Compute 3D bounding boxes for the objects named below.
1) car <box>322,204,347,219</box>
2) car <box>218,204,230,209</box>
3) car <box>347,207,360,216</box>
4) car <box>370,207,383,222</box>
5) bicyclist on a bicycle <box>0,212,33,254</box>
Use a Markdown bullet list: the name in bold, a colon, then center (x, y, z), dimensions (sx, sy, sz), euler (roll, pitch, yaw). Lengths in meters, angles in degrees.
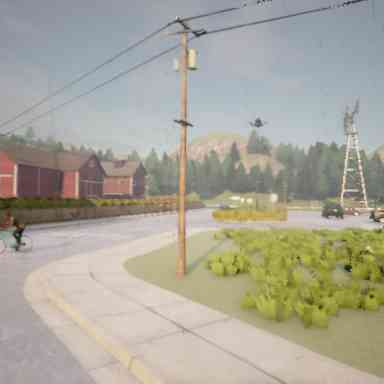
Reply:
- **car**: center (19.432, 2.664, 46.104), dimensions (2.150, 2.045, 5.566), euler (1, -1, 14)
- **car**: center (6.325, 3.185, 65.296), dimensions (1.882, 1.535, 5.008), euler (1, -1, 14)
- **car**: center (27.399, 3.390, 58.724), dimensions (3.905, 1.438, 1.784), euler (1, -1, 14)
- **car**: center (22.267, 2.572, 36.852), dimensions (4.605, 1.855, 1.932), euler (1, -1, 14)
- **bicyclist on a bicycle**: center (-7.055, 1.616, 12.979), dimensions (1.656, 1.620, 0.582), euler (2, -2, -43)
